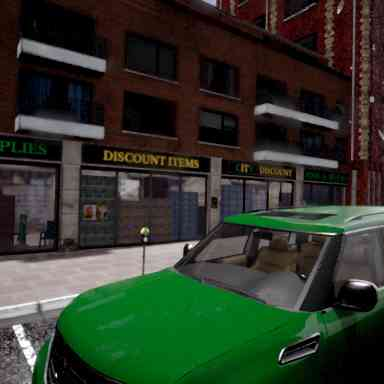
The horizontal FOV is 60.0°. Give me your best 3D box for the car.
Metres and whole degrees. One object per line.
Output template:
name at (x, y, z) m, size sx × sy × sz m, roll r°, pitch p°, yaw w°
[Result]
car at (1.258, 1.224, 3.840) m, size 5.566 × 2.045 × 2.150 m, roll 0°, pitch 0°, yaw -35°
